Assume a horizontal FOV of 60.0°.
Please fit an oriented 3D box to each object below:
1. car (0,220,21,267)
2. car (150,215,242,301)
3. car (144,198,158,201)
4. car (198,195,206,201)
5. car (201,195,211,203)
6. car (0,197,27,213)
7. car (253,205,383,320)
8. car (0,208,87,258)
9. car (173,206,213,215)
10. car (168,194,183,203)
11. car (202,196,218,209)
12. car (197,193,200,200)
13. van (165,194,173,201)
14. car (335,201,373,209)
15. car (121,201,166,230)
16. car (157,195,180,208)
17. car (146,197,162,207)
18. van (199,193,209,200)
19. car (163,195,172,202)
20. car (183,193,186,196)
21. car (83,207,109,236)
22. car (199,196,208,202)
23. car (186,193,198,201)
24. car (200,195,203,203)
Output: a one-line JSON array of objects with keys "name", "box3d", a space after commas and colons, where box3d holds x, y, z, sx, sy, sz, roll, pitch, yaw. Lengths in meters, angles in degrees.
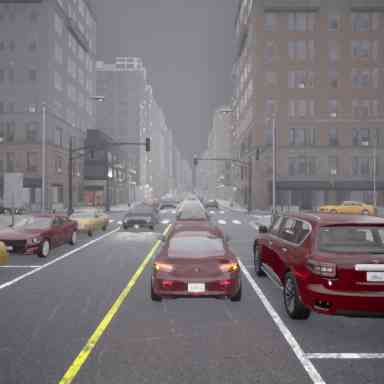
[{"name": "car", "box3d": [-5.845, 1.527, 7.083, 1.752, 1.417, 4.829, 1, 0, 0]}, {"name": "car", "box3d": [0.090, 1.528, 8.197, 1.812, 1.442, 4.674, 0, 0, 0]}, {"name": "car", "box3d": [-5.827, 1.555, 45.522, 1.887, 1.381, 4.507, 1, 0, 0]}, {"name": "car", "box3d": [2.721, 1.599, 90.895, 1.947, 1.339, 4.313, 1, 0, 0]}, {"name": "car", "box3d": [2.702, 1.594, 51.182, 1.802, 1.307, 4.206, 1, 0, 0]}, {"name": "car", "box3d": [-17.245, 1.198, 29.697, 4.553, 1.767, 2.097, 1, -1, 0]}, {"name": "car", "box3d": [2.683, 1.317, 7.240, 2.192, 1.841, 5.009, 1, 0, 0]}, {"name": "car", "box3d": [-5.843, 1.547, 12.877, 1.887, 1.381, 4.507, 1, 0, 0]}, {"name": "car", "box3d": [0.072, 1.605, 17.375, 1.895, 1.301, 4.718, 0, 0, 0]}, {"name": "car", "box3d": [-3.043, 1.519, 59.973, 1.837, 1.490, 4.892, 0, 0, 0]}, {"name": "car", "box3d": [2.699, 1.593, 45.508, 1.802, 1.307, 4.206, 1, 0, 0]}, {"name": "car", "box3d": [2.713, 1.335, 68.202, 2.192, 1.841, 5.009, 1, 0, 0]}, {"name": "van", "box3d": [-5.805, 1.371, 85.232, 1.690, 1.788, 3.998, 1, 0, 0]}, {"name": "car", "box3d": [15.141, 1.641, 32.697, 5.008, 1.535, 1.882, 0, -1, 1]}, {"name": "car", "box3d": [-3.080, 1.554, 21.216, 2.033, 1.411, 5.357, 0, 0, 0]}, {"name": "car", "box3d": [-3.074, 1.558, 44.725, 2.033, 1.411, 5.357, 0, 0, 0]}, {"name": "car", "box3d": [-5.824, 1.557, 51.195, 1.887, 1.381, 4.507, 1, 0, 0]}, {"name": "van", "box3d": [2.710, 1.358, 62.529, 1.690, 1.788, 3.998, 1, 0, 0]}, {"name": "car", "box3d": [-5.808, 1.466, 79.559, 1.967, 1.590, 4.097, 1, 0, 0]}, {"name": "car", "box3d": [-2.960, 1.573, 75.274, 1.994, 1.385, 4.181, 0, 0, 0]}, {"name": "car", "box3d": [-5.840, 1.529, 18.332, 1.752, 1.417, 4.829, 1, 0, 0]}, {"name": "car", "box3d": [2.716, 1.608, 79.548, 1.802, 1.307, 4.206, 1, 0, 0]}, {"name": "car", "box3d": [0.044, 1.570, 85.243, 2.033, 1.411, 5.357, 0, 0, 0]}, {"name": "car", "box3d": [2.704, 1.597, 56.855, 1.802, 1.307, 4.206, 1, 0, 0]}]
